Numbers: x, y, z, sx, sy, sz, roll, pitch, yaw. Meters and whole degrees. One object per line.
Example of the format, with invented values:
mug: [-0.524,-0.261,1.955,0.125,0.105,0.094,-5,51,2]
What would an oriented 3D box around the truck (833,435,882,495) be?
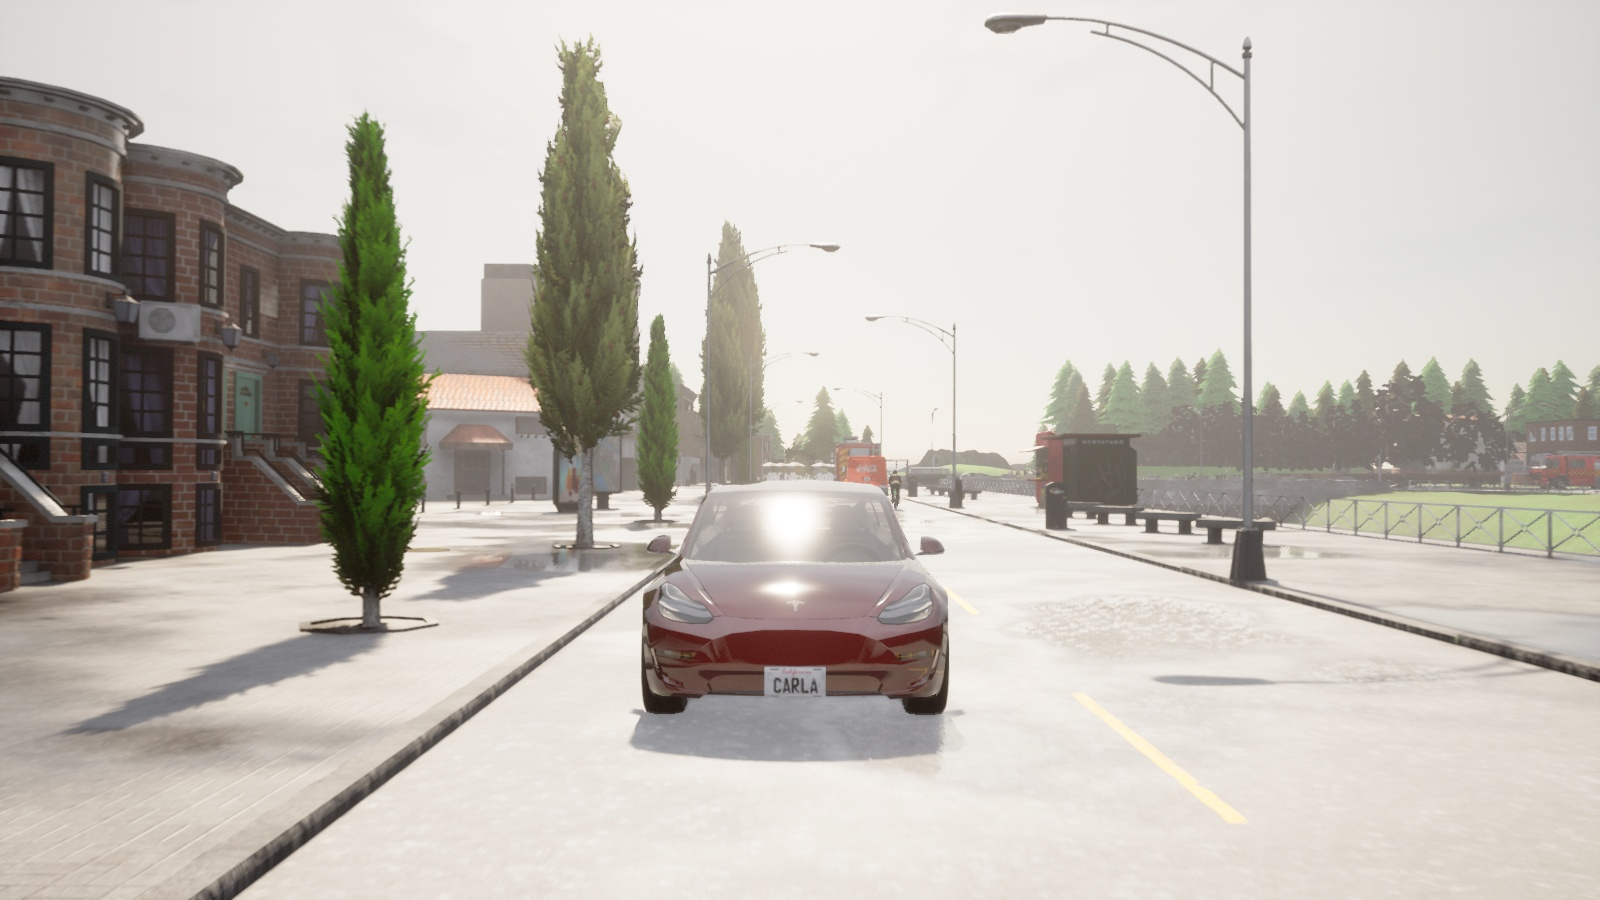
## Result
truck: [3.777,1.043,84.148,2.891,3.827,8.468,0,-1,0]

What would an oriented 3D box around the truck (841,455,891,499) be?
truck: [3.809,1.549,73.731,2.627,2.467,5.204,0,-1,0]

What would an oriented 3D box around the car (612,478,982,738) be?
car: [-0.025,0.978,9.756,2.163,1.488,4.792,0,-1,0]
